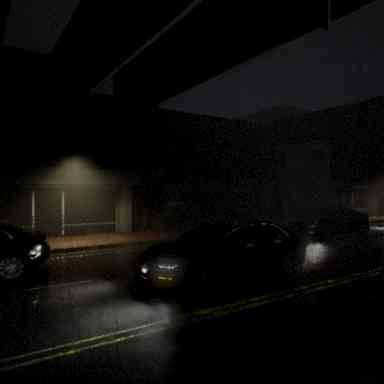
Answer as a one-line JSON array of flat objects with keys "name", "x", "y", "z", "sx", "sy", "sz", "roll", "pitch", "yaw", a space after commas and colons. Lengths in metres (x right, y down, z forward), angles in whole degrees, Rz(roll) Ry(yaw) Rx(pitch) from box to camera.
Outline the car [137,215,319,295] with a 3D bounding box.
[{"name": "car", "x": 0.964, "y": 1.504, "z": 8.781, "sx": 4.892, "sy": 1.490, "sz": 1.837, "roll": 0, "pitch": 0, "yaw": -33}]

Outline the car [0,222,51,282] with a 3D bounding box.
[{"name": "car", "x": -6.171, "y": 1.505, "z": 8.277, "sx": 4.892, "sy": 1.490, "sz": 1.837, "roll": 0, "pitch": 0, "yaw": -33}]

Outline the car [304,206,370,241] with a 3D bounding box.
[{"name": "car", "x": 7.020, "y": 1.477, "z": 16.963, "sx": 5.008, "sy": 1.535, "sz": 1.882, "roll": 0, "pitch": 0, "yaw": -33}]
